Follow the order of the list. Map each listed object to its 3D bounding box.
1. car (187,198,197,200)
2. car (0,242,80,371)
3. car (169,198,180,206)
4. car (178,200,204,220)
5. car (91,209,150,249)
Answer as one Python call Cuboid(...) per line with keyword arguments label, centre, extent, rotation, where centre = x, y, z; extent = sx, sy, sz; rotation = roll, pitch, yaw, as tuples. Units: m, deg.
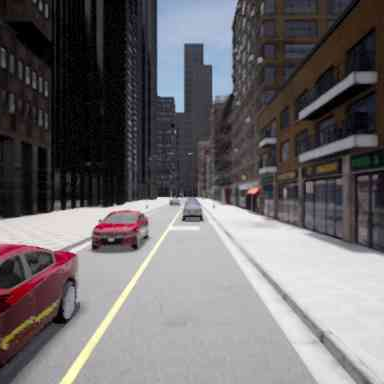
Cuboid(label="car", centre=(0.040, 1.568, 44.660), extent=(2.097, 1.767, 4.553), rotation=(0, 0, 0))
Cuboid(label="car", centre=(-3.103, 1.510, 4.460), extent=(1.882, 1.535, 5.008), rotation=(0, -1, 0))
Cuboid(label="car", centre=(-3.099, 1.825, 60.443), extent=(2.033, 1.411, 5.357), rotation=(0, 0, 0))
Cuboid(label="car", centre=(0.062, 1.713, 29.641), extent=(2.033, 1.411, 5.357), rotation=(0, 0, 0))
Cuboid(label="car", centre=(-3.109, 1.579, 15.292), extent=(1.882, 1.535, 5.008), rotation=(0, 0, 0))
